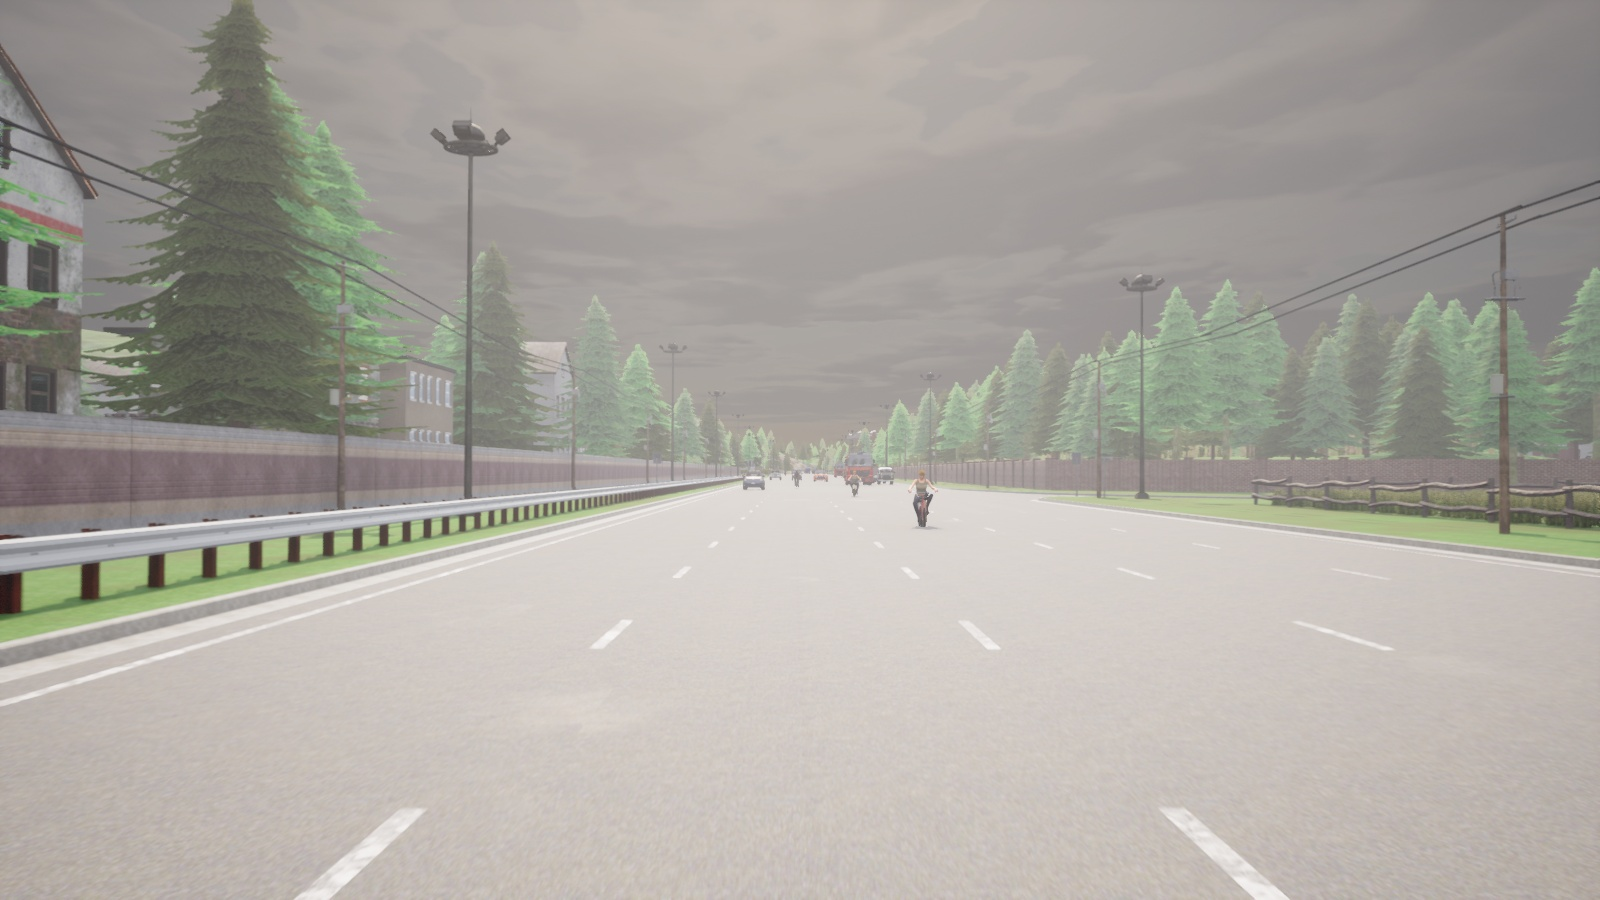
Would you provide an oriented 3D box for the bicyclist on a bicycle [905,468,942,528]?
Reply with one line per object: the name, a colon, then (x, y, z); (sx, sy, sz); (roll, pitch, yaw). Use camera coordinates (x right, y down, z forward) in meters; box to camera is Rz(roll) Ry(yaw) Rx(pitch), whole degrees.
bicyclist on a bicycle: (3.411, 1.322, 34.921); (0.866, 1.612, 1.509); (0, -1, 0)
